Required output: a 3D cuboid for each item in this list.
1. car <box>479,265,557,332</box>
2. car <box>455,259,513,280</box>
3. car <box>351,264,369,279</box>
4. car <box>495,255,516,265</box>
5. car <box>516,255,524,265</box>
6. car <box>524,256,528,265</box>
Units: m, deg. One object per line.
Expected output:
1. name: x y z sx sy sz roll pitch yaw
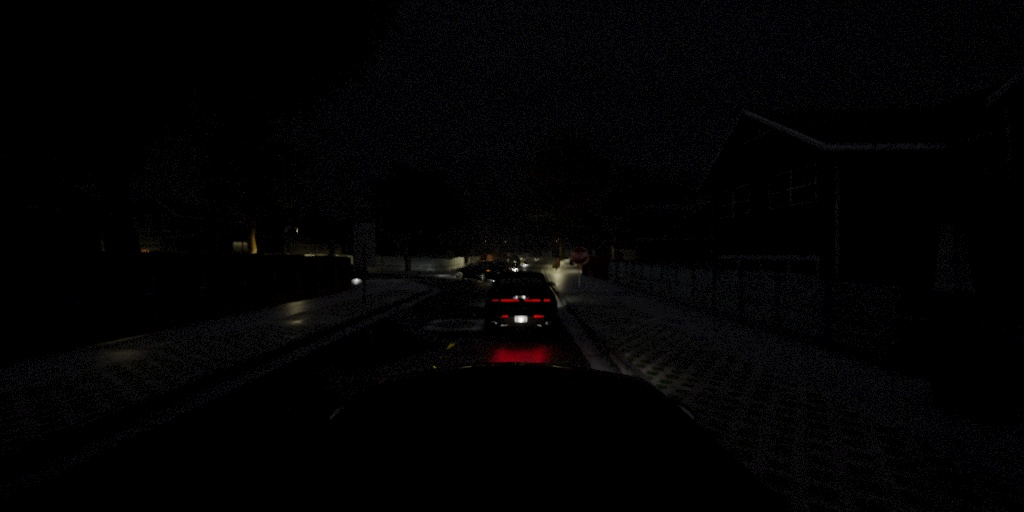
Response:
1. car: 0.267 1.194 10.689 1.837 1.490 4.892 0 0 1
2. car: -2.293 1.094 25.971 1.994 1.385 4.181 1 0 -42
3. car: -12.551 0.831 24.915 5.008 1.535 1.882 1 0 3
4. car: -1.146 0.947 38.201 2.128 1.511 4.902 0 1 6
5. car: -0.087 0.670 48.214 2.097 1.767 4.553 0 1 9
6. car: 1.543 0.664 60.727 1.812 1.442 4.674 0 1 9
